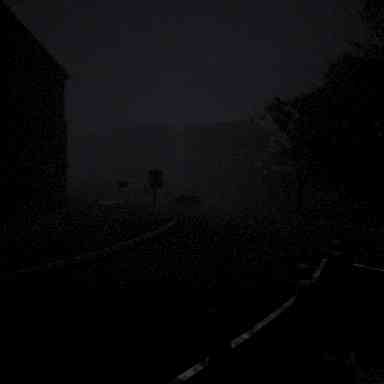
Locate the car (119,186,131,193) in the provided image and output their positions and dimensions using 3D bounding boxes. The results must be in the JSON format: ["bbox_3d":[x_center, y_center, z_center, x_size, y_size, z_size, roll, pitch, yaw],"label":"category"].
[{"bbox_3d":[-11.424,-0.437,62.709,2.002,1.452,4.674,6,2,10],"label":"car"}]

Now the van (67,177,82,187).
[{"bbox_3d":[-24.557,-2.183,70.135,1.878,1.987,4.442,6,2,10],"label":"van"}]

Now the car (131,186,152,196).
[{"bbox_3d":[-8.800,-0.180,61.190,2.231,1.521,4.892,5,2,10],"label":"car"}]

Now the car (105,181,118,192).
[{"bbox_3d":[-14.080,-0.774,64.034,1.946,1.575,5.366,6,2,10],"label":"car"}]

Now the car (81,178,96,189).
[{"bbox_3d":[-19.281,-1.616,67.200,2.435,2.045,5.566,6,2,10],"label":"car"}]

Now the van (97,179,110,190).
[{"bbox_3d":[-16.639,-1.298,65.836,1.878,1.987,4.442,5,2,10],"label":"van"}]
